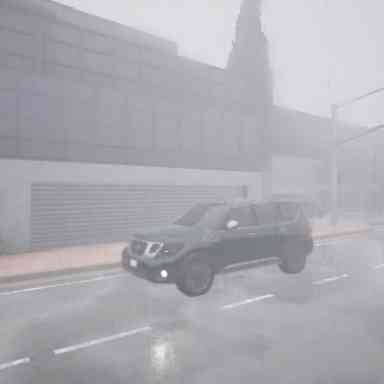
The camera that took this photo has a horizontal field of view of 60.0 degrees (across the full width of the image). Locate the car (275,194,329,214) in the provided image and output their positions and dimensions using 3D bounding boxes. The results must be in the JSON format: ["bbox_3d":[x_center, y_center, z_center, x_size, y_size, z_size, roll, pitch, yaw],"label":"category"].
[{"bbox_3d":[9.622,1.222,30.432,2.150,2.045,5.566,0,0,-37],"label":"car"}]

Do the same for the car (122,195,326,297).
[{"bbox_3d":[0.956,1.221,8.965,5.566,2.045,2.150,0,0,-35],"label":"car"}]
